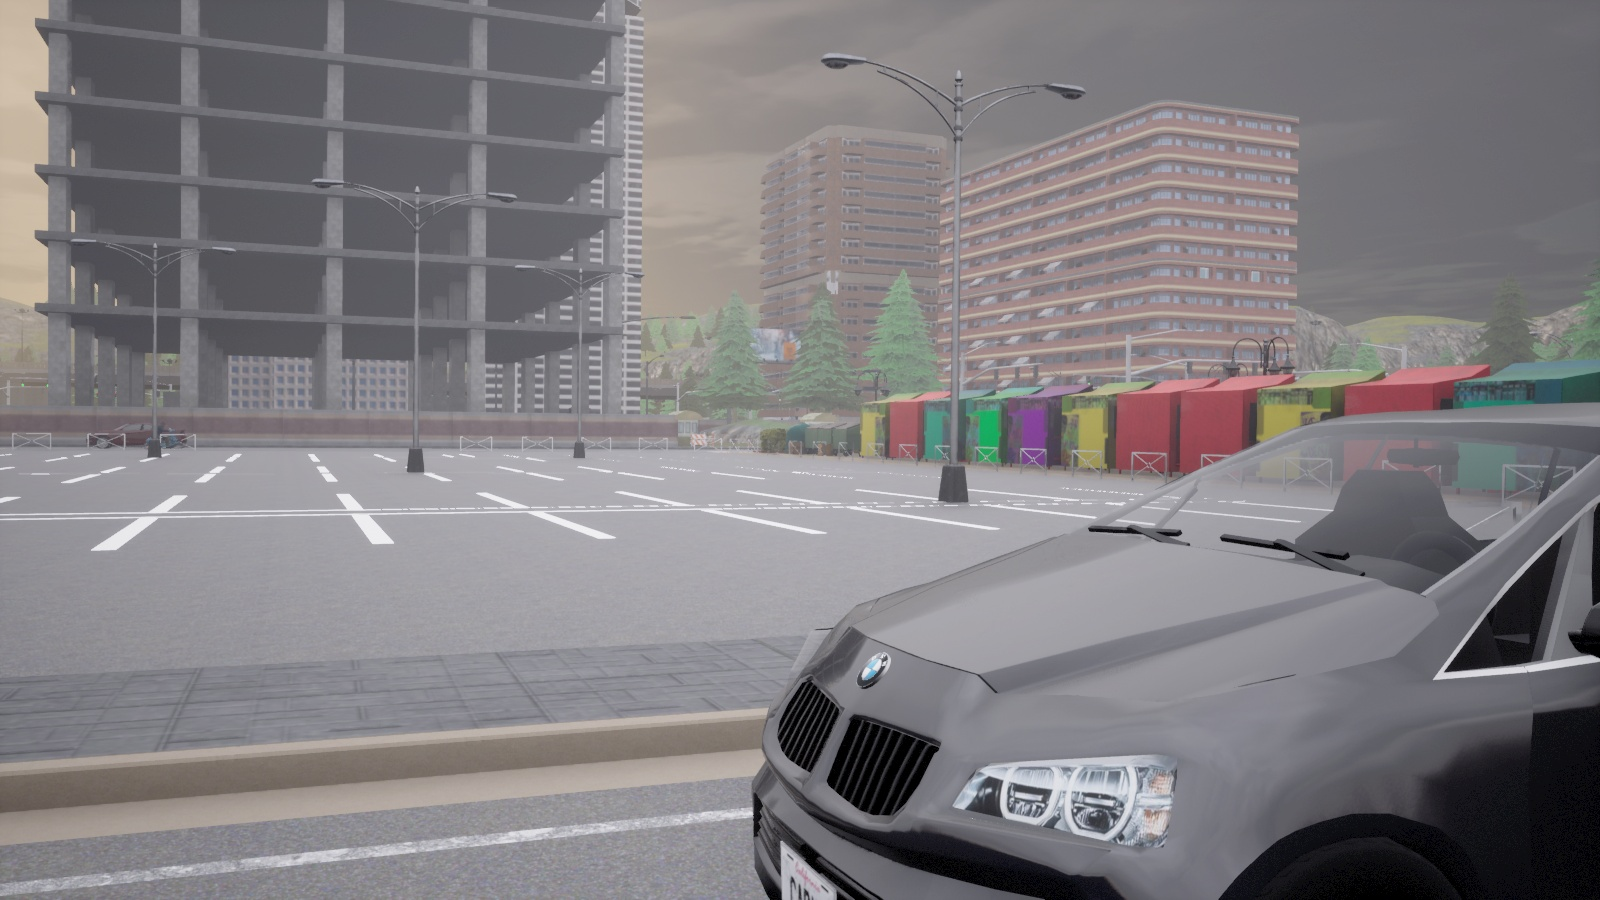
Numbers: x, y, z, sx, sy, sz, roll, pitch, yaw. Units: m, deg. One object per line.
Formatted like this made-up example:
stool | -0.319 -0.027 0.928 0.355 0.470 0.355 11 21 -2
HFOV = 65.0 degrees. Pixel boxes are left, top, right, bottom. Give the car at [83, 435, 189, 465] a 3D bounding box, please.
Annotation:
car | -36.933 -0.019 69.992 5.008 1.535 1.882 -1 1 -23

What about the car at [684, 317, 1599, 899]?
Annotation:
car | 2.168 0.553 4.061 4.611 1.667 2.242 -1 1 -21

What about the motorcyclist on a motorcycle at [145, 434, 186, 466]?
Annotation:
motorcyclist on a motorcycle | -32.466 0.001 64.271 1.817 1.590 0.866 -1 1 -23
